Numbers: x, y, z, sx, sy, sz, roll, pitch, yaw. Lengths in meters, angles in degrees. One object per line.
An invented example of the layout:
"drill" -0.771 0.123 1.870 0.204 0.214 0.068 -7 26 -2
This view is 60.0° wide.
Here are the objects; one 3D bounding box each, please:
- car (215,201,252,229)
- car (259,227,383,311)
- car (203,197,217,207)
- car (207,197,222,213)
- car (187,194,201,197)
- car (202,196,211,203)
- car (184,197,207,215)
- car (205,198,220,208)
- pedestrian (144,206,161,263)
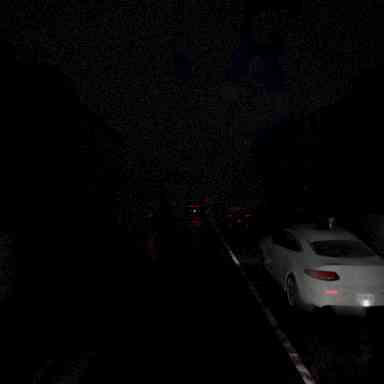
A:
"car" 2.748 1.544 21.552 1.887 1.381 4.507 -1 0 0
"car" 2.791 1.524 7.627 1.812 1.442 4.674 0 0 0
"car" 2.932 1.588 53.990 2.008 1.369 4.403 -1 0 0
"car" 2.840 1.578 37.771 1.947 1.339 4.313 -1 0 0
"car" 0.327 1.242 44.403 2.150 2.045 5.566 0 0 2
"car" 3.025 1.619 70.210 1.887 1.381 4.507 -1 0 0
"car" 0.282 1.512 33.387 1.837 1.490 4.892 0 0 1
"car" 2.901 1.572 48.584 1.887 1.381 4.507 -1 0 0
"pedestrian" -1.264 1.292 10.475 0.375 1.860 0.375 -1 1 0
